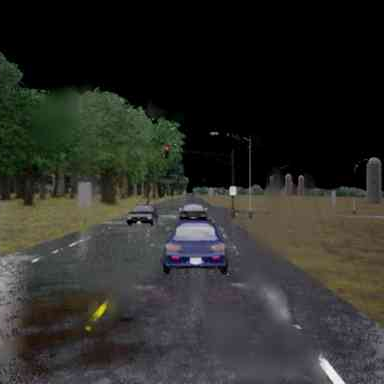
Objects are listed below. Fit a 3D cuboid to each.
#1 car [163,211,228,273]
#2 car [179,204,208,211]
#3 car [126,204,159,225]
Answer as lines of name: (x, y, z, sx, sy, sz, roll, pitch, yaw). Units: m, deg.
car: (0.096, 1.578, 10.717, 1.812, 1.442, 4.674, 0, 0, 0)
car: (0.090, 1.549, 23.559, 1.882, 1.535, 5.008, 0, 0, 0)
car: (-3.512, 1.638, 24.702, 2.033, 1.411, 5.357, 0, 0, 0)
